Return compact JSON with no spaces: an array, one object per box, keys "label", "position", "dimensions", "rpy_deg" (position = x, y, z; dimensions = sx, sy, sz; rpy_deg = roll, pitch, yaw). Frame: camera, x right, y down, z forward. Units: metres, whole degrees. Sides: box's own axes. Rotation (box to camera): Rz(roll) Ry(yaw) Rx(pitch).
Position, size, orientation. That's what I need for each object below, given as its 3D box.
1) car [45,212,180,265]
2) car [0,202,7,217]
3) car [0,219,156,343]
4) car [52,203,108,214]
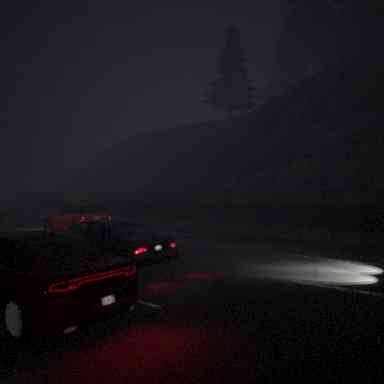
[{"label":"car","position":[-2.858,1.601,10.782],"dimensions":[5.357,1.411,2.033],"rpy_deg":[0,0,40]},{"label":"car","position":[-19.588,1.709,32.818],"dimensions":[1.812,1.442,4.674],"rpy_deg":[0,0,-39]},{"label":"car","position":[-3.217,1.514,6.629],"dimensions":[5.008,1.535,1.882],"rpy_deg":[0,0,38]},{"label":"car","position":[-6.439,1.447,18.649],"dimensions":[4.553,1.767,2.097],"rpy_deg":[0,0,43]}]
